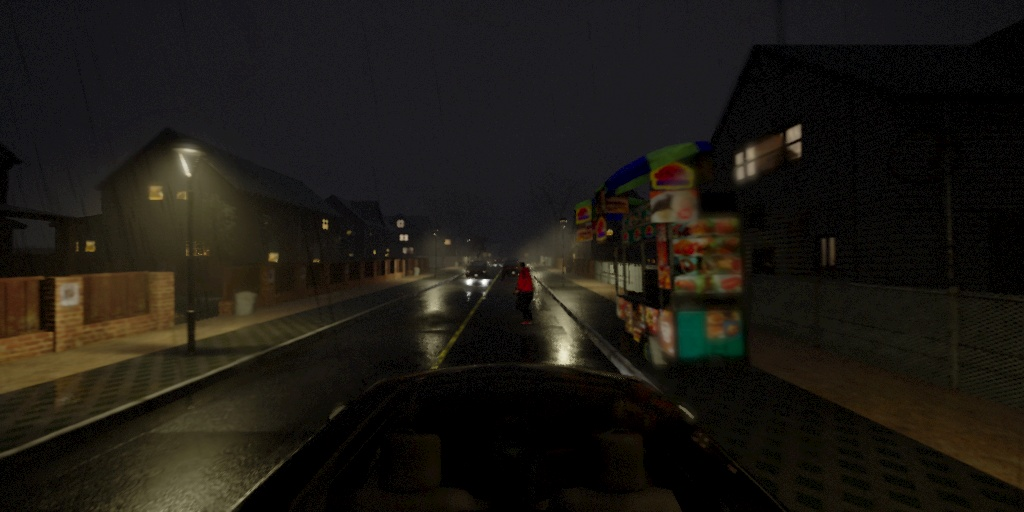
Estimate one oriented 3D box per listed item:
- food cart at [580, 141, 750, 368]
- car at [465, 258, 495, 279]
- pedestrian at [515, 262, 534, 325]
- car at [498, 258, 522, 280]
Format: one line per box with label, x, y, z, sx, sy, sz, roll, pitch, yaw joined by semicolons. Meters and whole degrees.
food cart;3.017;0.180;7.289;2.280;3.560;4.660;0;0;0
car;-2.815;1.125;30.841;2.033;1.411;5.357;0;0;0
pedestrian;0.350;0.991;10.160;0.375;1.860;0.375;2;-1;0
car;0.119;1.066;28.931;1.882;1.535;5.008;0;0;0
